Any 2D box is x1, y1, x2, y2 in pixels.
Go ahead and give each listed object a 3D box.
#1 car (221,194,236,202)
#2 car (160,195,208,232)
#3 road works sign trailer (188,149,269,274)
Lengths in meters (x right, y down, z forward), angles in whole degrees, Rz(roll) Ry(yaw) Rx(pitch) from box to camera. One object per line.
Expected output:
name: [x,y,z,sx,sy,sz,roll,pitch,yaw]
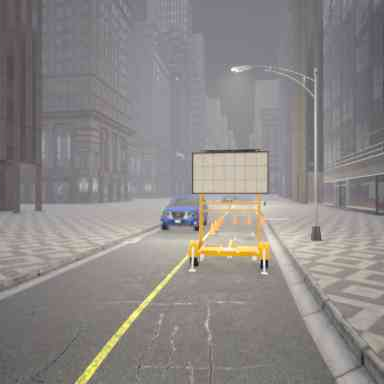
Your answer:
car: [6.563,1.223,62.065,2.097,1.767,4.553,0,0,10]
car: [-0.315,1.209,20.439,2.150,2.045,5.566,0,0,9]
road works sign trailer: [1.215,0.459,10.625,2.380,3.560,2.880,0,0,9]
